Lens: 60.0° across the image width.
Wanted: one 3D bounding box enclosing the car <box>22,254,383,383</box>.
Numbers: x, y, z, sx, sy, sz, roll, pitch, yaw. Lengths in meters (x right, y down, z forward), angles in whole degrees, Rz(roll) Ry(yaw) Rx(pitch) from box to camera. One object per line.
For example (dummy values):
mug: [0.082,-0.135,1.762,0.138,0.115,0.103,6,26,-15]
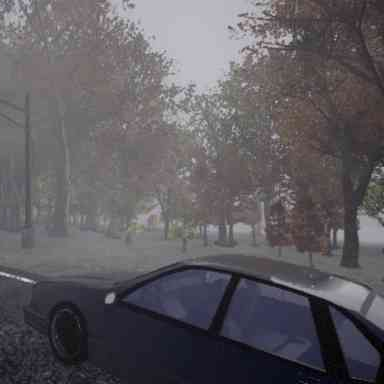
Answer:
car: [0.517,1.409,3.473,5.357,1.411,2.033,4,-3,34]
